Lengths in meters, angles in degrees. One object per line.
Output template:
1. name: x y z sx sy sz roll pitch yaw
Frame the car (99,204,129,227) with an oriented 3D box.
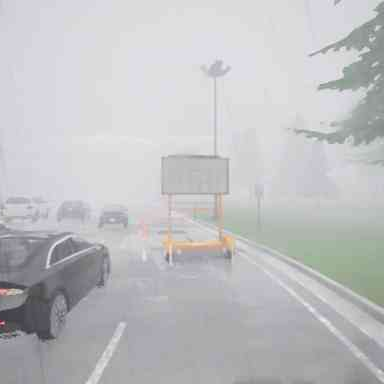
1. car: -5.427 1.598 23.318 1.812 1.442 4.674 0 0 -10

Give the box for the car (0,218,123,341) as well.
1. car: -2.976 1.515 6.530 2.128 1.511 4.902 0 0 0

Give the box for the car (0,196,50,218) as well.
1. car: -13.149 1.321 26.747 2.150 2.045 5.566 0 0 -10

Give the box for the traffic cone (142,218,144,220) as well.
1. traffic cone: -2.961 2.016 20.455 0.340 0.580 0.340 0 0 -10

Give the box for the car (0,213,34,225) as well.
1. car: -7.147 1.608 11.006 1.994 1.385 4.181 0 0 -6

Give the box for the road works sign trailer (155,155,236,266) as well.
1. road works sign trailer: 0.090 0.496 11.863 2.380 3.560 2.880 0 0 -10

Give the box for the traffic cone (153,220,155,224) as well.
1. traffic cone: -2.684 2.026 24.569 0.340 0.580 0.340 0 0 -10

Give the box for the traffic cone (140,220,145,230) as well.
1. traffic cone: -2.608 2.010 18.486 0.340 0.580 0.340 0 0 -10

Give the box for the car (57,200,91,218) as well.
1. car: -9.837 1.447 28.010 2.097 1.767 4.553 0 0 -10
